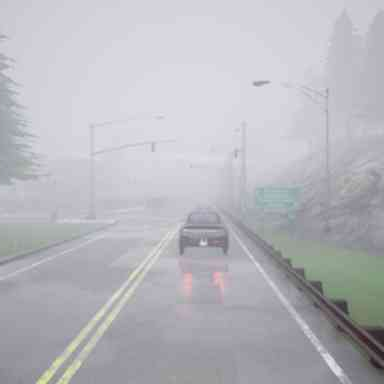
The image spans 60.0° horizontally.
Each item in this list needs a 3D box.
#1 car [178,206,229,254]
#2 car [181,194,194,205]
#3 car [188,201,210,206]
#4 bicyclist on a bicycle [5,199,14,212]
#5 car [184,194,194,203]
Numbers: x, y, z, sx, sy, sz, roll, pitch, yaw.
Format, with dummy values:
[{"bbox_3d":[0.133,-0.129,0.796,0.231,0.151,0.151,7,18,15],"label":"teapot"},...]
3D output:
[{"bbox_3d":[0.491,1.554,13.731,2.128,1.511,4.902,0,0,2],"label":"car"},{"bbox_3d":[-1.205,1.777,68.802,1.882,1.535,5.008,0,0,2],"label":"car"},{"bbox_3d":[0.907,1.684,26.870,1.994,1.385,4.181,0,0,2],"label":"car"},{"bbox_3d":[-22.022,1.614,40.150,0.582,1.620,1.656,0,0,2],"label":"bicyclist on a bicycle"},{"bbox_3d":[-0.676,1.588,84.312,2.150,2.045,5.566,0,0,2],"label":"car"}]
